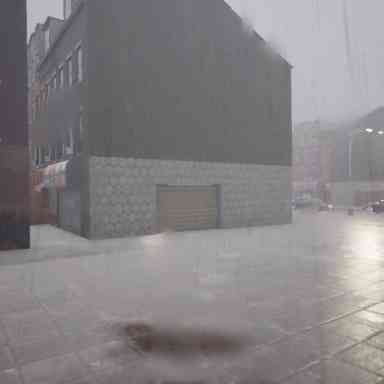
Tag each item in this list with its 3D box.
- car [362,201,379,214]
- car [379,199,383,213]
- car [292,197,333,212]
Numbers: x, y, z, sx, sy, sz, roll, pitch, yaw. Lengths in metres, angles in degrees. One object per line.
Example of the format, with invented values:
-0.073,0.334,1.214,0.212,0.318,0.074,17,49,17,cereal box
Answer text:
18.652,1.354,31.285,1.837,1.490,4.892,-1,1,-35,car
18.165,1.458,26.884,1.812,1.442,4.674,-1,1,-34,car
12.358,1.289,35.059,2.128,1.511,4.902,-1,1,-35,car
